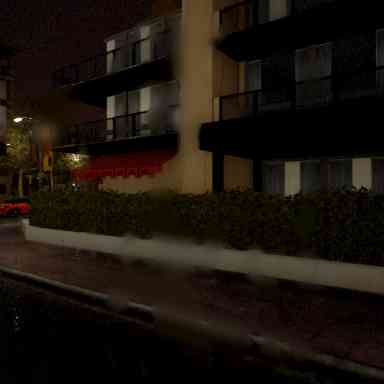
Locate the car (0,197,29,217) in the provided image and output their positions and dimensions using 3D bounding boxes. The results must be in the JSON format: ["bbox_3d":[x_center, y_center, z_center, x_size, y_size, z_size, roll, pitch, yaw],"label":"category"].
[{"bbox_3d":[-15.483,1.351,31.182,2.097,1.767,4.553,0,0,35],"label":"car"}]

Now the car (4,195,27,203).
[{"bbox_3d":[-36.115,1.481,67.977,4.892,1.521,2.231,0,0,36],"label":"car"}]
